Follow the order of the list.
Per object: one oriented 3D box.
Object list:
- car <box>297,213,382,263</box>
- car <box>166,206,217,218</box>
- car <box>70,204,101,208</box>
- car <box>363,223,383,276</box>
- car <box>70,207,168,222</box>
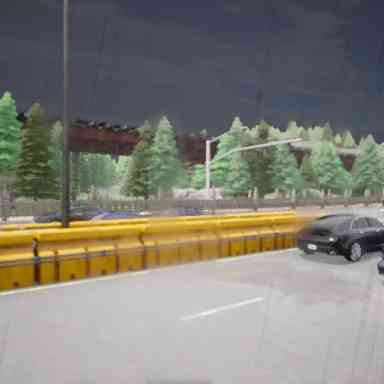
[{"bbox_3d":[5.928,1.550,12.309,4.892,1.490,1.837,0,0,-35],"label":"car"},{"bbox_3d":[-0.849,1.590,20.543,5.357,1.411,2.033,0,0,-35],"label":"car"},{"bbox_3d":[-7.113,1.529,20.397,4.892,1.490,1.837,0,0,-35],"label":"car"},{"bbox_3d":[6.980,1.587,8.767,5.357,1.411,2.033,0,0,-35],"label":"car"},{"bbox_3d":[-3.621,1.546,14.283,4.674,1.442,1.812,0,0,-36],"label":"car"}]
